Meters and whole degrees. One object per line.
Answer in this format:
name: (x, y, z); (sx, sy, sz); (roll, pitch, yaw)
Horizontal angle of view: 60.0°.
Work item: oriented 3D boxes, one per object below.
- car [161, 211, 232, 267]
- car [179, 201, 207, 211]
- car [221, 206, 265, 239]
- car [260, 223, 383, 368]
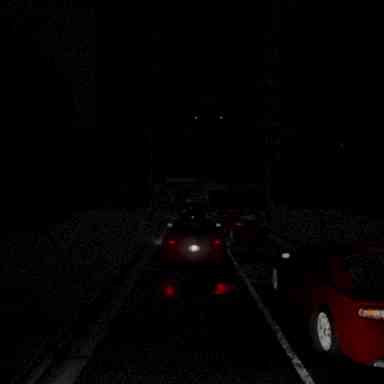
car: (0.071, 1.553, 11.385); (1.994, 1.385, 4.181); (0, 0, 0)
car: (0.062, 1.491, 25.508); (1.837, 1.490, 4.892); (0, 0, 0)
car: (2.647, 1.570, 16.715); (1.802, 1.307, 4.206); (1, 0, 0)
car: (2.651, 1.537, 5.838); (1.887, 1.381, 4.507); (1, 0, 0)
